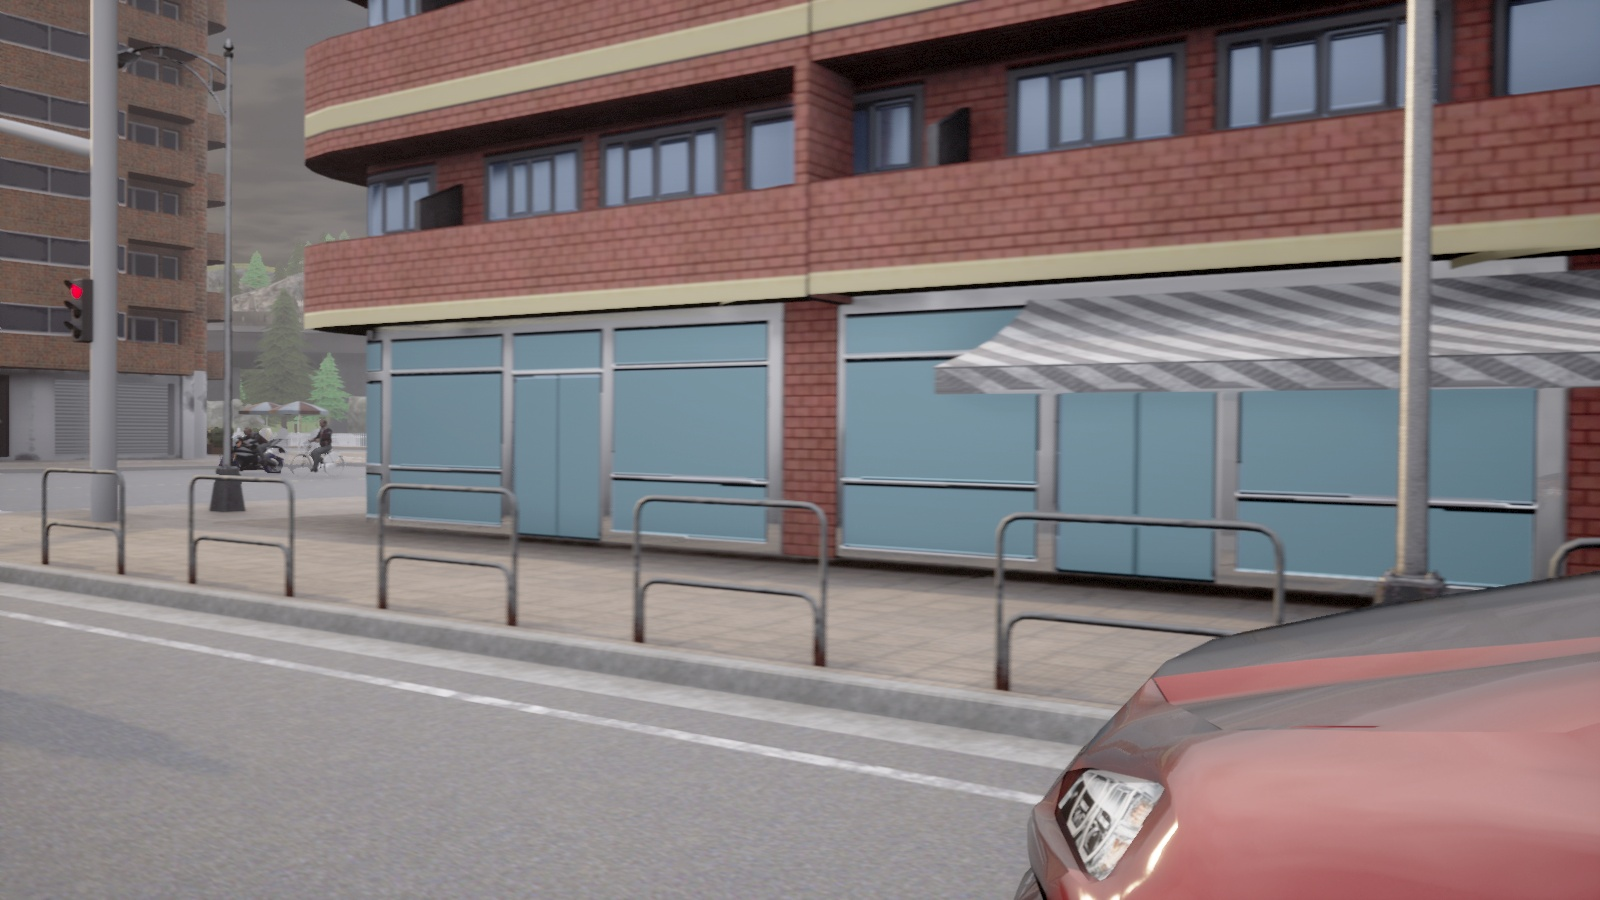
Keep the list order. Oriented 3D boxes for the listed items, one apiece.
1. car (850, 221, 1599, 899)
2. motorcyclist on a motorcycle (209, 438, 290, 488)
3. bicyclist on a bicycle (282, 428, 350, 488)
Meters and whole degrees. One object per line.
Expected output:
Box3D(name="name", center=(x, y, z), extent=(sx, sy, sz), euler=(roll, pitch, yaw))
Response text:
Box3D(name="car", center=(2.636, 0.526, 1.869), extent=(4.611, 1.667, 2.242), euler=(0, 1, 34))
Box3D(name="motorcyclist on a motorcycle", center=(-17.342, 0.383, 39.631), extent=(0.866, 1.530, 2.191), euler=(0, 1, 34))
Box3D(name="bicyclist on a bicycle", center=(-14.477, 0.220, 37.620), extent=(0.659, 1.776, 1.843), euler=(0, 1, 34))
